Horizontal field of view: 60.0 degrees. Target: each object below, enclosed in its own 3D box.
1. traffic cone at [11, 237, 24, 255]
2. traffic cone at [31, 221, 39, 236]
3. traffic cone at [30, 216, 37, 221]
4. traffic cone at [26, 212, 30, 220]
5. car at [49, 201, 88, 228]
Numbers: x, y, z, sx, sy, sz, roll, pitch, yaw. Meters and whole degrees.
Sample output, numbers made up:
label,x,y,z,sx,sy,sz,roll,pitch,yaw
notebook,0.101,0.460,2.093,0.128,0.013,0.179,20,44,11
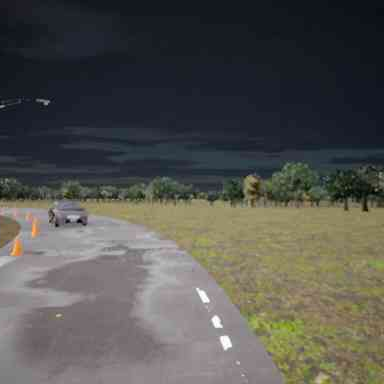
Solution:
label,x,y,z,sx,sy,sz,roll,pitch,yaw
traffic cone,-6.022,1.845,11.471,0.340,0.580,0.340,0,0,-15
traffic cone,-7.522,1.808,15.952,0.340,0.580,0.340,0,0,-22
traffic cone,-9.506,1.776,20.241,0.340,0.580,0.340,0,0,-28
traffic cone,-11.949,1.748,24.286,0.340,0.580,0.340,0,0,-34
car,-7.873,1.317,20.986,2.128,1.511,4.902,0,0,-29
